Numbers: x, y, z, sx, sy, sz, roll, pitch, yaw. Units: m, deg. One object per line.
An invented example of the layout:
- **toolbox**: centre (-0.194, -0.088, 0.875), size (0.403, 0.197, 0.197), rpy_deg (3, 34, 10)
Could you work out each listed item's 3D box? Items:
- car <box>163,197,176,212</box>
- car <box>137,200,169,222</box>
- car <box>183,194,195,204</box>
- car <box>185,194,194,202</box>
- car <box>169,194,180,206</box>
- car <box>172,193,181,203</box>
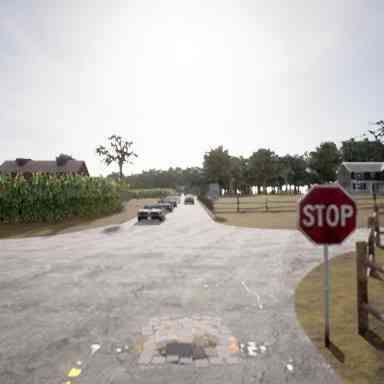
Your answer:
- **car**: centre (-3.173, 1.571, 38.098), size (1.895, 1.301, 4.718), rpy_deg (0, 0, 0)
- **car**: centre (-3.095, 1.584, 26.129), size (1.895, 1.301, 4.718), rpy_deg (0, 0, 0)
- **car**: centre (-0.497, 1.455, 60.899), size (1.837, 1.490, 4.892), rpy_deg (0, 0, 0)
- **car**: centre (-0.571, 1.251, 71.329), size (1.882, 1.535, 5.008), rpy_deg (0, 0, 0)
- **car**: centre (-3.243, 1.436, 49.711), size (1.882, 1.535, 5.008), rpy_deg (0, 0, 0)
- **car**: centre (-3.279, 1.246, 65.441), size (2.150, 2.045, 5.566), rpy_deg (0, 0, 0)
